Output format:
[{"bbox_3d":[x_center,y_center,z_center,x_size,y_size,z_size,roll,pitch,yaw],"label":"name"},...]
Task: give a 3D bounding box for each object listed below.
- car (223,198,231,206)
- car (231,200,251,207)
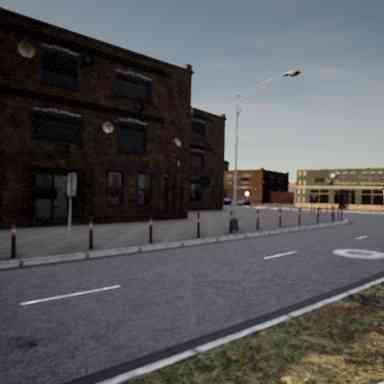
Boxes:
[{"bbox_3d":[7.269,2.201,76.305,2.185,1.767,4.553,1,-1,41],"label":"car"},{"bbox_3d":[11.310,2.441,72.674,2.163,1.488,4.792,1,-1,41],"label":"car"}]
